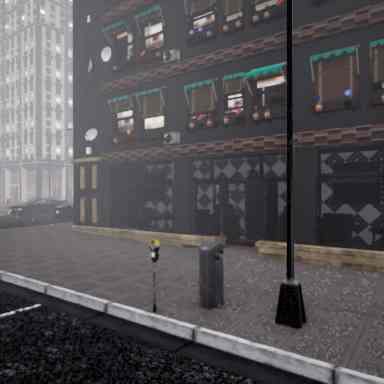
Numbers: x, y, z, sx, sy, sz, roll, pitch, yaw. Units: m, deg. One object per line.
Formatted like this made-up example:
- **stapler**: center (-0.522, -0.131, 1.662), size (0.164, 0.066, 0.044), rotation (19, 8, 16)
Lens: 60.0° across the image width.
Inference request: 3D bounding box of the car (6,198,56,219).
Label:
- **car**: center (-11.983, 1.225, 26.313), size (2.128, 1.511, 4.902), rotation (0, 1, 35)

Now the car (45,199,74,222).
- **car**: center (-7.349, 1.277, 22.815), size (1.947, 1.339, 4.313), rotation (1, 1, 35)
